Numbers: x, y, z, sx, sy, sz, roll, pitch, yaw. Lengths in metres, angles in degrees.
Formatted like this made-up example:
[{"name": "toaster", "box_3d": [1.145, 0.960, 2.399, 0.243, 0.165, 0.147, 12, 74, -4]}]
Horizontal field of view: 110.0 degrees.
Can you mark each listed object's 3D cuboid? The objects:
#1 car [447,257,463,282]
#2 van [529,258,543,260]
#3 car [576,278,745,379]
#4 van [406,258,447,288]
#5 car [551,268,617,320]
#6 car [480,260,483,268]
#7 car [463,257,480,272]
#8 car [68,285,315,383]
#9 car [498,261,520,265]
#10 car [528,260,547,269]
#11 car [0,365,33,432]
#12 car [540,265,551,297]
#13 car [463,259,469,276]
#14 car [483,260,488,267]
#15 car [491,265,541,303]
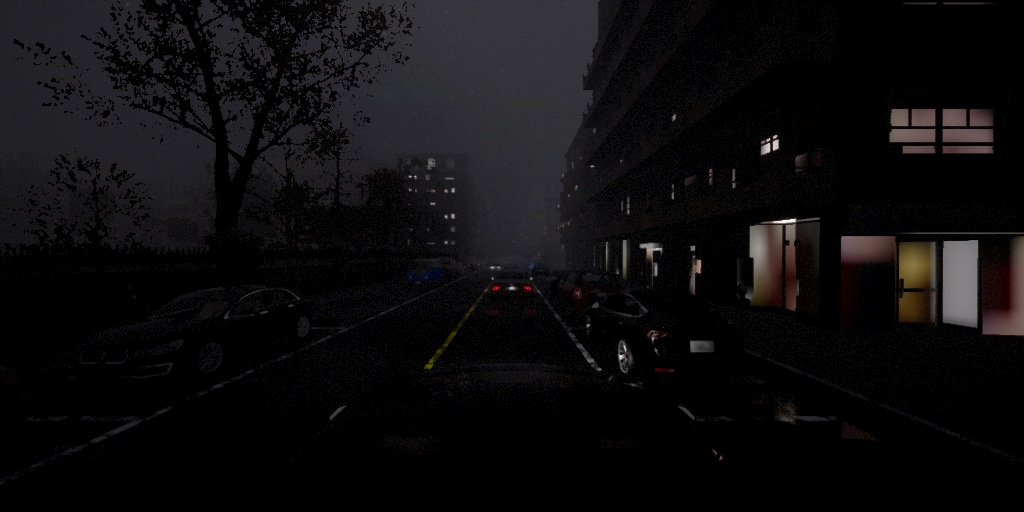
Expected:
[{"name": "car", "box_3d": [-5.690, 1.062, 29.283, 2.192, 1.841, 5.009, 0, 0, 0]}, {"name": "van", "box_3d": [2.691, 1.090, 40.354, 1.690, 1.789, 3.998, 0, 0, 0]}, {"name": "car", "box_3d": [2.691, 1.313, 7.143, 1.948, 1.339, 4.313, 0, 0, 0]}, {"name": "van", "box_3d": [-5.690, 1.088, 23.747, 1.690, 1.789, 3.998, 0, 0, 0]}, {"name": "car", "box_3d": [2.691, 1.187, 12.677, 1.967, 1.591, 4.097, 0, 0, 0]}, {"name": "car", "box_3d": [-5.689, 1.317, 51.424, 1.948, 1.339, 4.313, 0, 0, 0]}, {"name": "car", "box_3d": [-5.689, 1.065, 45.888, 2.192, 1.841, 5.009, 0, 0, 0]}, {"name": "car", "box_3d": [-5.690, 1.298, 7.142, 2.007, 1.370, 4.403, 0, 0, 0]}, {"name": "car", "box_3d": [0.000, 1.282, 31.500, 1.812, 1.442, 4.674, 0, 0, 0]}, {"name": "car", "box_3d": [2.691, 1.314, 34.818, 1.948, 1.339, 4.313, 0, 0, 0]}, {"name": "car", "box_3d": [-5.690, 1.273, 1.437, 1.751, 1.417, 4.829, 0, 0, 0]}, {"name": "car", "box_3d": [2.691, 1.313, 18.213, 1.948, 1.339, 4.313, 0, 0, 0]}, {"name": "car", "box_3d": [-5.689, 1.299, 34.817, 2.007, 1.370, 4.403, 0, 0, 0]}, {"name": "car", "box_3d": [-5.689, 1.336, 62.494, 1.802, 1.307, 4.207, 0, 0, 0]}, {"name": "car", "box_3d": [0.000, 1.312, 16.500, 2.033, 1.411, 5.357, 0, 0, 0]}]
